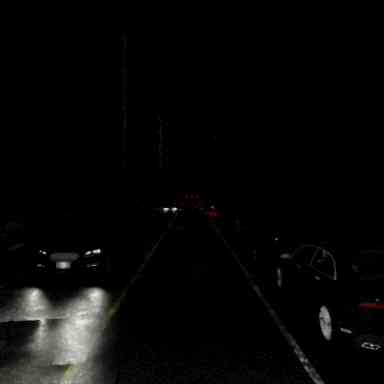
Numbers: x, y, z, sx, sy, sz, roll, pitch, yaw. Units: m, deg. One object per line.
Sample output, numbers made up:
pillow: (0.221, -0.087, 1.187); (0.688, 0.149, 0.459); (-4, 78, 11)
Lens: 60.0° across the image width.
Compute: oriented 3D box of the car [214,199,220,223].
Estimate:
car: (2.758, 1.446, 22.500); (1.967, 1.590, 4.097); (0, 0, 0)

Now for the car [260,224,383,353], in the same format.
car: (2.762, 1.552, 6.130); (2.008, 1.369, 4.403); (0, 0, 0)

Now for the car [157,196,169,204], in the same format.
car: (-5.776, 1.577, 66.148); (1.887, 1.381, 4.507); (0, 0, 0)

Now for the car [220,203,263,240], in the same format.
car: (2.760, 1.444, 17.043); (1.967, 1.590, 4.097); (0, 0, 0)

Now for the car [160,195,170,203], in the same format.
car: (-5.777, 1.477, 71.606); (1.967, 1.590, 4.097); (0, 0, 0)

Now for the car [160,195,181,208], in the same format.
car: (-3.093, 1.566, 48.925); (2.033, 1.411, 5.357); (0, 0, 0)

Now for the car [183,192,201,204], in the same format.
car: (-0.014, 1.066, 59.660); (2.150, 2.045, 5.566); (0, 0, 0)

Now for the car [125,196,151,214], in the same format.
car: (-5.769, 1.324, 33.406); (2.192, 1.841, 5.009); (0, 0, 0)

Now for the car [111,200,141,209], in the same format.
car: (-5.768, 1.589, 27.949); (1.802, 1.307, 4.206); (0, 0, 0)

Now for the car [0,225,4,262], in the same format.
car: (-5.764, 1.552, 6.121); (2.008, 1.369, 4.403); (0, 0, 0)

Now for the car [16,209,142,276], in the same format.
car: (-3.092, 1.495, 10.437); (2.128, 1.511, 4.902); (0, 0, 0)

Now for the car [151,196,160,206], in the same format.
car: (-5.774, 1.463, 55.234); (1.967, 1.590, 4.097); (0, 0, 0)

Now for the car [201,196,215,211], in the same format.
car: (2.347, 1.516, 40.417); (1.837, 1.490, 4.892); (0, 0, 0)

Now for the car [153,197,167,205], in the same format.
car: (-5.775, 1.578, 60.691); (2.008, 1.369, 4.403); (0, 0, 0)

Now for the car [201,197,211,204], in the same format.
car: (2.749, 1.598, 66.152); (1.947, 1.339, 4.313); (0, 0, 0)

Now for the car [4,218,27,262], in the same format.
car: (-5.765, 1.585, 11.578); (1.802, 1.307, 4.206); (0, 0, 0)

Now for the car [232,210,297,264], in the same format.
car: (2.761, 1.554, 11.587); (2.008, 1.369, 4.403); (0, 0, 0)

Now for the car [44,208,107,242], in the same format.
car: (-5.766, 1.586, 17.035); (1.802, 1.307, 4.206); (0, 0, 0)
